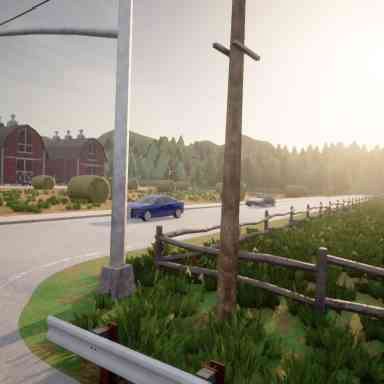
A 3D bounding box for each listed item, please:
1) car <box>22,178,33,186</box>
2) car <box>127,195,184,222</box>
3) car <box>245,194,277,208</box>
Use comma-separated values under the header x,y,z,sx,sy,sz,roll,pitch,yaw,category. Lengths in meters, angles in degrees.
x,y,z,sx,sy,sz,roll,pitch,yaw,category
-39.004,-2.370,79.384,1.905,1.878,3.866,8,2,-13,car
-2.442,0.935,21.235,1.882,1.535,5.008,3,2,33,car
7.688,0.974,36.619,2.033,1.411,5.357,3,2,33,car
